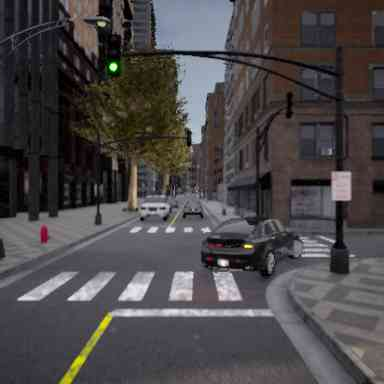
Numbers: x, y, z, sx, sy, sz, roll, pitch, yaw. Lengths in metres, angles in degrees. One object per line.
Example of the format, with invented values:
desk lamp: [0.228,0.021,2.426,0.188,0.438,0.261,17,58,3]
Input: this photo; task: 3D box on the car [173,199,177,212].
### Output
car: [-3.095,1.713,38.490,1.895,1.301,4.718,0,0,0]

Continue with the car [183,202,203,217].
car: [0.097,1.640,31.997,2.033,1.411,5.357,0,0,0]

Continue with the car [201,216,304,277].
car: [2.048,1.537,10.556,1.837,1.490,4.892,-3,-1,31]

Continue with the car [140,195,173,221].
car: [-3.088,1.305,28.617,2.150,2.045,5.566,0,0,0]
